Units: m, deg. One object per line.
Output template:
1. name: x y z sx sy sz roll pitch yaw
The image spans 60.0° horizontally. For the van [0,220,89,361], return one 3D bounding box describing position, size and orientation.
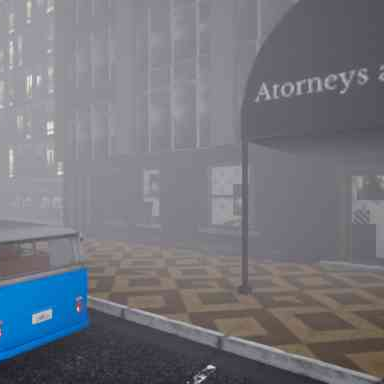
1. van: -3.405 1.341 5.287 3.998 1.788 1.690 0 0 35
